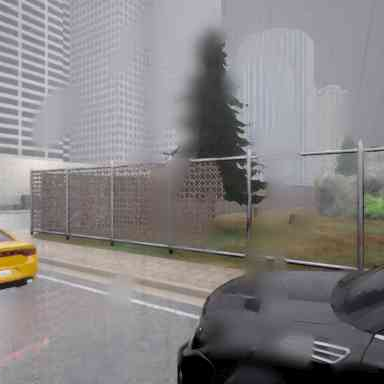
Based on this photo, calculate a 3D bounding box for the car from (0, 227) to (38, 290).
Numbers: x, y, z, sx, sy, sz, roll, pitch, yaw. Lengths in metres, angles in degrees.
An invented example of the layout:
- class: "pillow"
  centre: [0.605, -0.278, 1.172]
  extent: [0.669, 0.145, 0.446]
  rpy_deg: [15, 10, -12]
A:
- class: "car"
  centre: [-5.766, 1.478, 8.075]
  extent: [5.008, 1.535, 1.882]
  rpy_deg: [0, 0, 35]

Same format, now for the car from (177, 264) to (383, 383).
- class: "car"
  centre: [2.528, 1.221, 2.231]
  extent: [5.566, 2.045, 2.150]
  rpy_deg: [0, 0, 35]
